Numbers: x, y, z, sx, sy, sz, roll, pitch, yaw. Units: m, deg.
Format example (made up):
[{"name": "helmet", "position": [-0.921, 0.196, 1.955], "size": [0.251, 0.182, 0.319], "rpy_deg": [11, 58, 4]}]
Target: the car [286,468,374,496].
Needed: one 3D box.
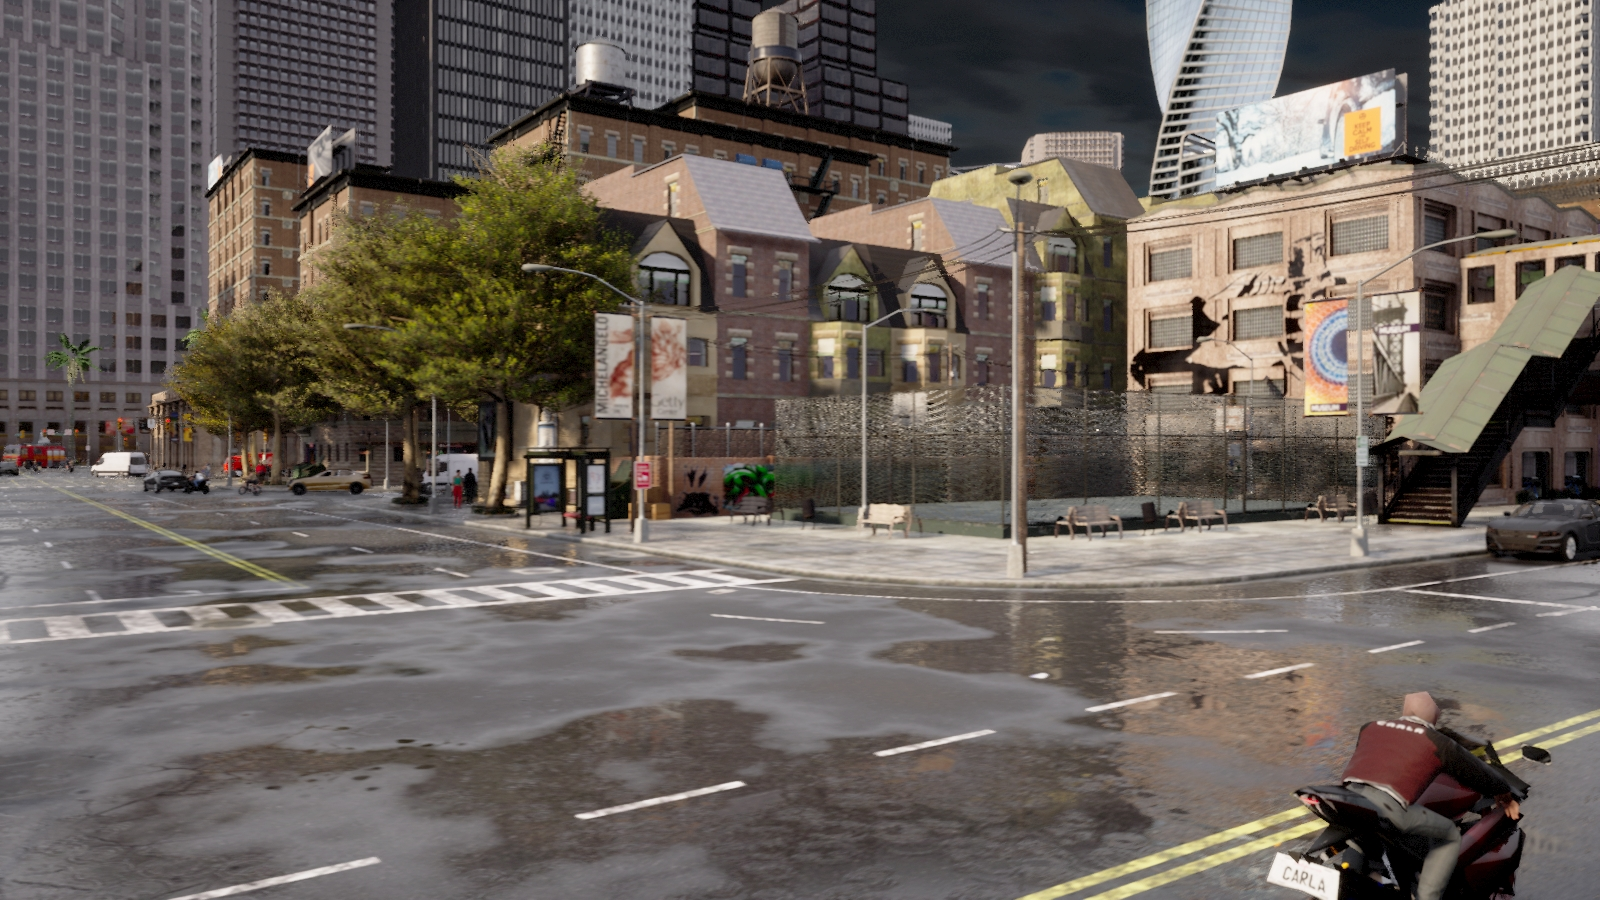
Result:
[{"name": "car", "position": [-29.382, 1.999, 71.596], "size": [5.027, 1.651, 2.152], "rpy_deg": [0, 0, -19]}]

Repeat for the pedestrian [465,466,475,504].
[{"name": "pedestrian", "position": [-16.161, 1.704, 55.993], "size": [0.375, 1.860, 0.375], "rpy_deg": [0, 0, -29]}]

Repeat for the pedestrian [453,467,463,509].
[{"name": "pedestrian", "position": [-15.256, 1.705, 50.966], "size": [0.375, 1.860, 0.375], "rpy_deg": [0, 0, -31]}]

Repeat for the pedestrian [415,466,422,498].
[{"name": "pedestrian", "position": [-22.129, 1.856, 66.335], "size": [0.375, 1.860, 0.375], "rpy_deg": [0, 0, -22]}]

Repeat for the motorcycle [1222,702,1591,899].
[{"name": "motorcycle", "position": [3.318, 2.207, 6.164], "size": [2.209, 1.251, 0.867], "rpy_deg": [0, 0, -36]}]
